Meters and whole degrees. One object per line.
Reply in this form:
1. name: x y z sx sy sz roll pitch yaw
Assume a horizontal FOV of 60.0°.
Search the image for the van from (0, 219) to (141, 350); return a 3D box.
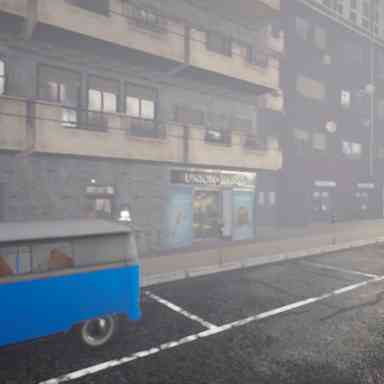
1. van: -2.688 1.340 4.623 3.998 1.788 1.690 0 1 -35
